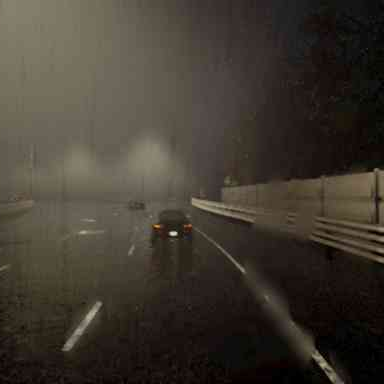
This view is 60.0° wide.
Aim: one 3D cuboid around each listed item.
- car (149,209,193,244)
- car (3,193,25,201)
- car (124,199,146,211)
[{"bbox_3d":[-1.034,1.528,15.840,1.812,1.442,4.674,0,0,-7],"label":"car"},{"bbox_3d":[-44.234,1.492,82.663,5.008,1.535,1.882,0,0,40],"label":"car"},{"bbox_3d":[-7.000,1.551,40.582,2.033,1.411,5.357,0,0,-20],"label":"car"}]
